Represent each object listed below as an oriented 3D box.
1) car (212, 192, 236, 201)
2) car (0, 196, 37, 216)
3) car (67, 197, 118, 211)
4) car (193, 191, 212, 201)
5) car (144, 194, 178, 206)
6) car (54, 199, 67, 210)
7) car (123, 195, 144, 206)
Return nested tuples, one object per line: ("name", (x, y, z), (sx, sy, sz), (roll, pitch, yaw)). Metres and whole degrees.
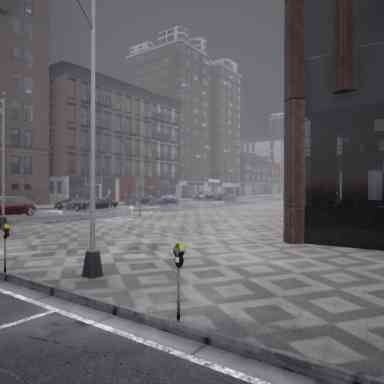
("car", (5.721, 0.861, 56.129), (1.994, 1.385, 4.181), (0, 1, 36))
("car", (-15.265, 1.124, 27.106), (2.097, 1.767, 4.553), (0, 1, 36))
("car", (-10.019, 1.246, 34.403), (1.895, 1.301, 4.718), (0, 1, 36))
("car", (2.081, 0.638, 56.662), (2.097, 1.767, 4.553), (0, 1, 36))
("car", (-3.632, 1.019, 43.278), (1.812, 1.442, 4.674), (0, 1, 36))
("car", (-12.742, 1.194, 36.215), (1.994, 1.385, 4.181), (0, 1, 34))
("car", (-6.930, 0.996, 44.257), (1.837, 1.490, 4.892), (0, 1, 36))
